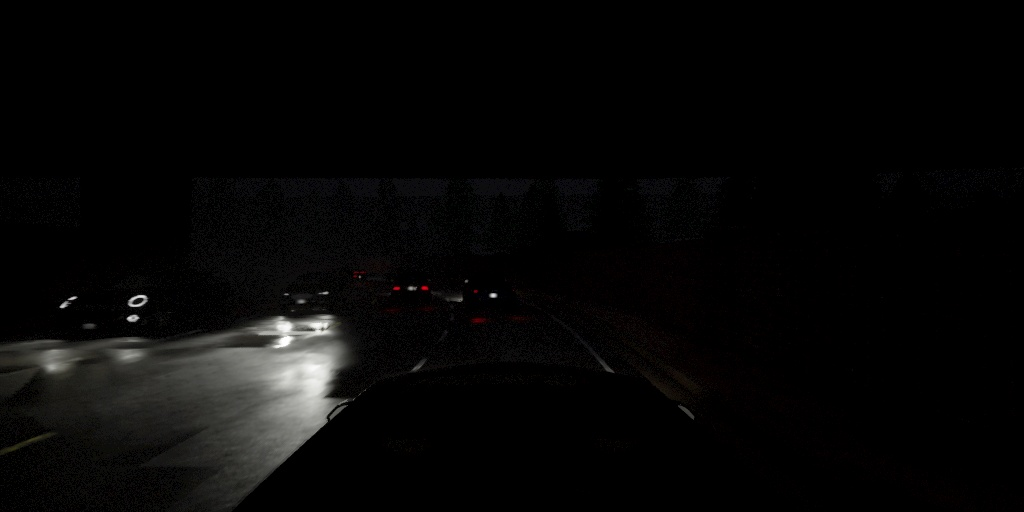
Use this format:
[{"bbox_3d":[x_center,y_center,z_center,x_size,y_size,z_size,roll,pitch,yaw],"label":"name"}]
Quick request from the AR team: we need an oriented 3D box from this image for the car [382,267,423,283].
[{"bbox_3d":[-10.598,1.785,34.452,1.895,1.301,4.718,1,-1,-42],"label":"car"}]

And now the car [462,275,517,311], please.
[{"bbox_3d":[-1.085,1.497,15.568,1.994,1.385,4.181,0,-1,-11],"label":"car"}]

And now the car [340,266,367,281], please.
[{"bbox_3d":[-15.723,1.691,34.547,4.892,1.490,1.837,-1,-2,43],"label":"car"}]

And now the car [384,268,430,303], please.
[{"bbox_3d":[-5.161,1.516,18.197,2.033,1.411,5.357,0,-1,-16],"label":"car"}]

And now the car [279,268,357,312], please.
[{"bbox_3d":[-8.311,1.423,15.415,2.128,1.511,4.902,0,-1,-15],"label":"car"}]

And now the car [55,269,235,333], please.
[{"bbox_3d":[-11.107,1.231,11.359,2.097,1.767,4.553,0,-1,-9],"label":"car"}]
